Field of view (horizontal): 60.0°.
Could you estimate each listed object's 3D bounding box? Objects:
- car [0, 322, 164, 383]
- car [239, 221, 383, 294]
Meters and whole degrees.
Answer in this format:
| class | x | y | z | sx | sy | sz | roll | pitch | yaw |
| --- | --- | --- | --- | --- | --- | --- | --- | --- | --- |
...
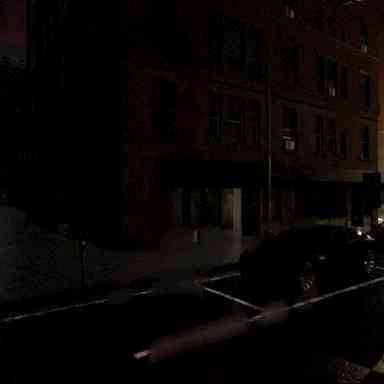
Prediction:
| class | x | y | z | sx | sy | sz | roll | pitch | yaw |
| --- | --- | --- | --- | --- | --- | --- | --- | --- | --- |
| car | -2.373 | 1.601 | 1.560 | 4.718 | 1.301 | 1.895 | 0 | 0 | -36 |
| car | 3.208 | 1.566 | 8.831 | 4.313 | 1.339 | 1.947 | 0 | 0 | -36 |
